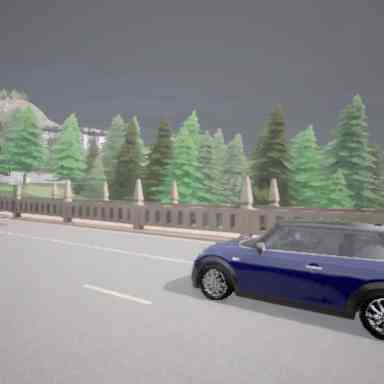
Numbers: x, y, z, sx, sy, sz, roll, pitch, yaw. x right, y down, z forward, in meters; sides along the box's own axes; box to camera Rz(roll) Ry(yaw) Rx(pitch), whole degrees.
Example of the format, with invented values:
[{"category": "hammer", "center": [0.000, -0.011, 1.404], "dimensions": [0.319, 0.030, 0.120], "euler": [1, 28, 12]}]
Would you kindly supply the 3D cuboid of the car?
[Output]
[{"category": "car", "center": [2.187, 1.336, 6.729], "dimensions": [4.553, 1.767, 2.097], "euler": [1, 0, 35]}]
